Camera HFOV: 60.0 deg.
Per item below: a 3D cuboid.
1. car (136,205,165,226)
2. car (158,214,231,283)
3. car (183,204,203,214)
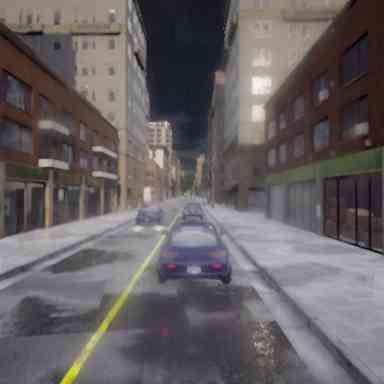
[{"bbox_3d":[-3.102,1.737,25.540,1.812,1.442,4.674,0,0,0],"label":"car"},{"bbox_3d":[0.066,1.605,9.787,1.812,1.442,4.674,0,0,0],"label":"car"},{"bbox_3d":[0.093,1.808,31.298,2.033,1.411,5.357,0,-1,0],"label":"car"}]
